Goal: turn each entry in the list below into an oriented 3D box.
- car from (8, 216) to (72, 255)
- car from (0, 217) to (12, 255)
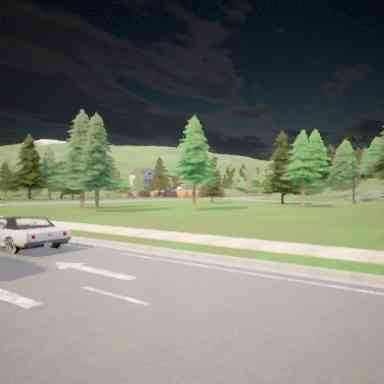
[{"bbox_3d":[-6.981,1.594,13.271,4.718,1.301,1.895,0,0,36],"label":"car"},{"bbox_3d":[-7.237,1.472,9.153,5.008,1.535,1.882,0,0,36],"label":"car"}]
